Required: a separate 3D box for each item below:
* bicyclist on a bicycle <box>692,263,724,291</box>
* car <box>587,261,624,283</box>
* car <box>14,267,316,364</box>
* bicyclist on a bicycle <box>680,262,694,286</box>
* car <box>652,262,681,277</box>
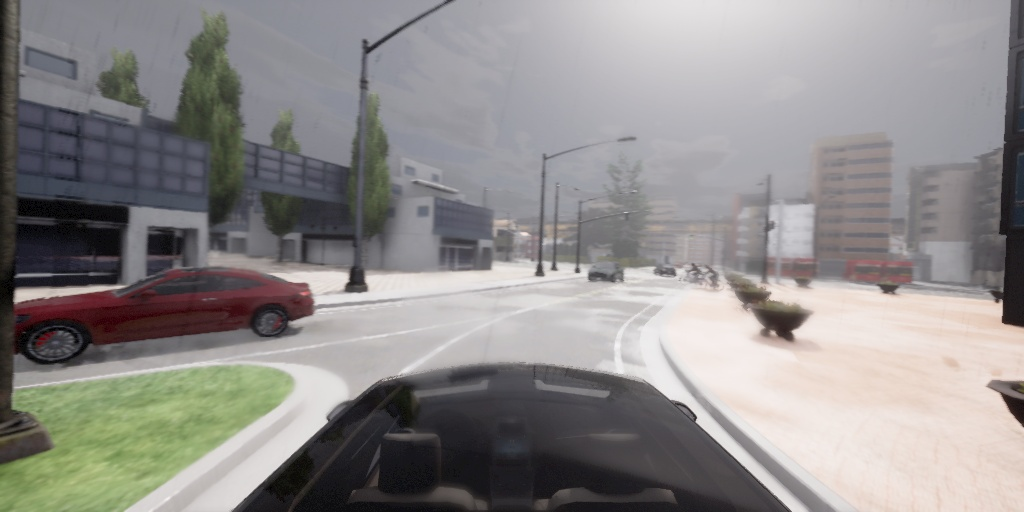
[{"bbox_3d":[12.723,1.398,23.057,1.656,1.620,0.582,2,1,29],"label":"bicyclist on a bicycle"},{"bbox_3d":[7.736,1.194,29.365,2.097,1.767,4.553,3,1,30],"label":"car"},{"bbox_3d":[-6.607,0.964,7.274,1.812,1.442,4.674,3,1,44],"label":"car"},{"bbox_3d":[12.095,1.259,23.869,1.656,1.620,0.582,8,2,10],"label":"bicyclist on a bicycle"},{"bbox_3d":[18.849,1.723,44.310,1.812,1.442,4.674,3,1,9],"label":"car"}]
